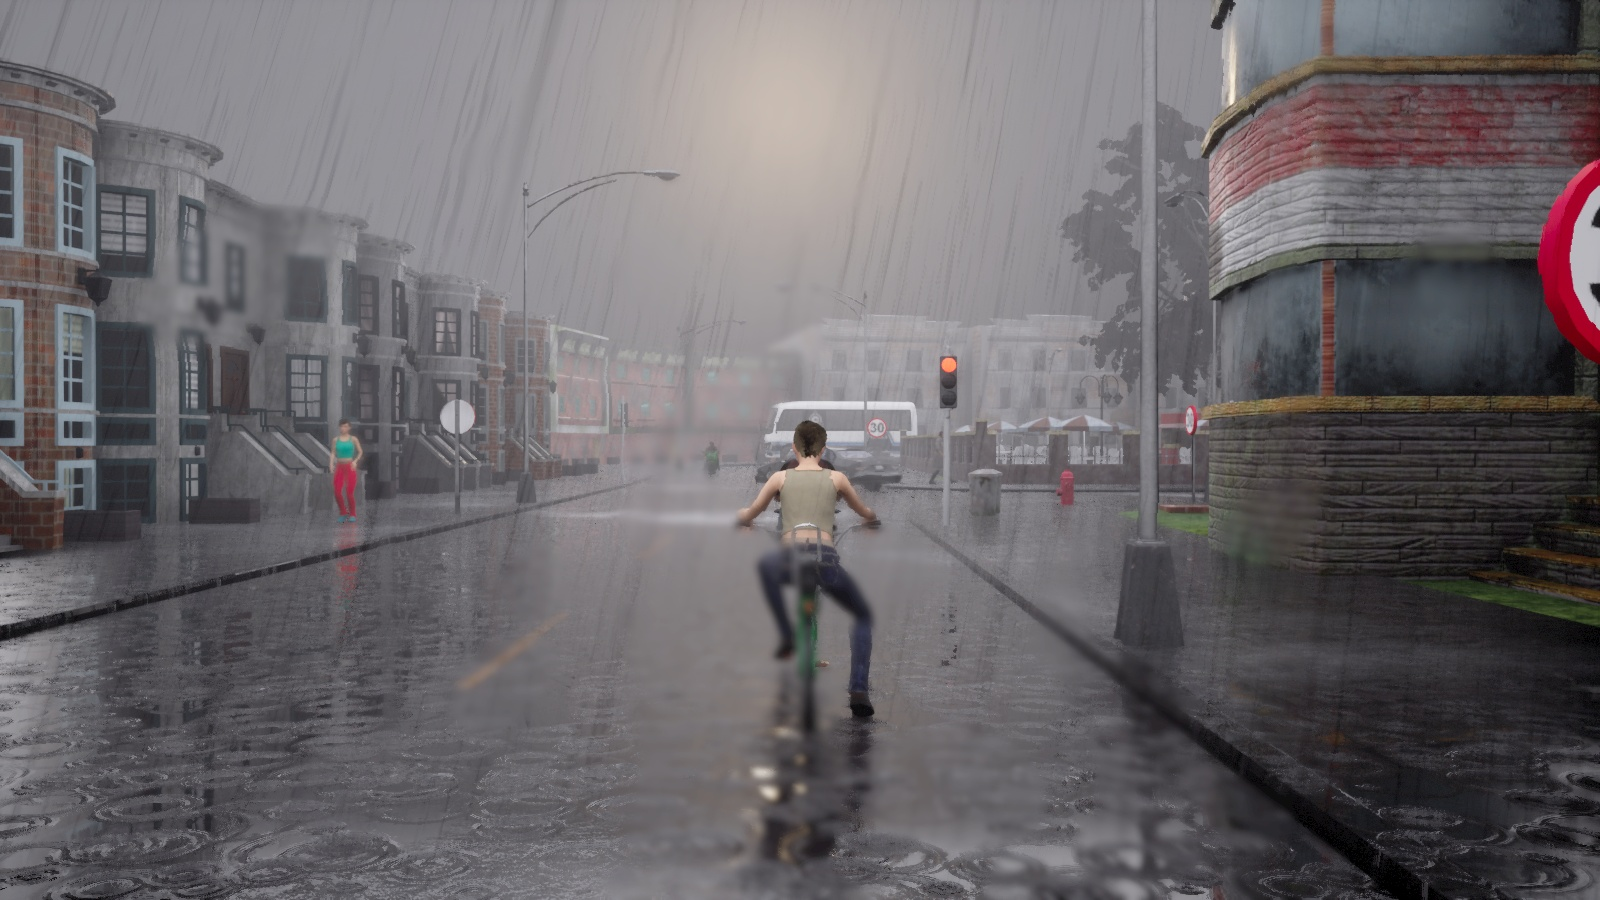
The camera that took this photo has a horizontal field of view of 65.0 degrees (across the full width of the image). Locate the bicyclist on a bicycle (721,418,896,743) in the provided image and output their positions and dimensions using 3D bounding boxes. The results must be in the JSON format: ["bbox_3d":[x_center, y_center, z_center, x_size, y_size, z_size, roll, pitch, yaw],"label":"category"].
[{"bbox_3d":[0.047,0.644,6.991,0.866,1.612,1.509,0,0,0],"label":"bicyclist on a bicycle"}]

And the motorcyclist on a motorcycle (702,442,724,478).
[{"bbox_3d":[-3.723,0.420,54.144,0.797,1.523,2.044,0,0,0],"label":"motorcyclist on a motorcycle"}]

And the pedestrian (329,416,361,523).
[{"bbox_3d":[-7.919,0.326,21.867,0.345,1.836,0.594,0,0,1],"label":"pedestrian"}]

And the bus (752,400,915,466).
[{"bbox_3d":[2.154,-1.104,83.439,10.273,4.253,3.944,0,1,-8],"label":"bus"}]

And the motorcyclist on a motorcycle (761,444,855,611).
[{"bbox_3d":[0.080,0.710,12.643,0.866,1.530,2.191,0,0,0],"label":"motorcyclist on a motorcycle"}]

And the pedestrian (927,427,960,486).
[{"bbox_3d":[4.781,0.223,41.945,0.873,1.952,0.659,0,0,41],"label":"pedestrian"}]

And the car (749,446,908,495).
[{"bbox_3d":[0.776,0.576,38.796,2.033,1.411,5.357,0,0,-37],"label":"car"}]
